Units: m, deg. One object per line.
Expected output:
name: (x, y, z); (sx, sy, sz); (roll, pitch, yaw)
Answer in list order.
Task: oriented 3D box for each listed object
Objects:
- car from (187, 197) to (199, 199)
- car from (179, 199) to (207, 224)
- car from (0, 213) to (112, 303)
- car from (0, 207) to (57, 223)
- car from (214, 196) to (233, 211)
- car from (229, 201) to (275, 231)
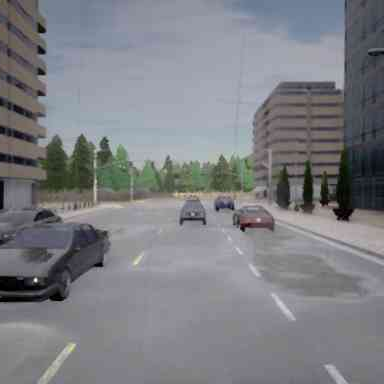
car: (0.112, 1.318, 40.688); (2.128, 1.511, 4.902); (0, 0, 0)
car: (0.073, 1.447, 23.650); (2.033, 1.411, 5.357); (0, 0, 1)
car: (-3.504, 1.510, 8.537); (2.033, 1.411, 5.357); (0, 0, 0)
car: (-6.991, 1.444, 13.948); (1.837, 1.490, 4.892); (0, 0, 0)
car: (3.621, 1.191, 37.898); (2.097, 1.767, 4.553); (0, 0, 0)
car: (3.613, 1.479, 20.089); (1.994, 1.385, 4.181); (0, 0, 0)
